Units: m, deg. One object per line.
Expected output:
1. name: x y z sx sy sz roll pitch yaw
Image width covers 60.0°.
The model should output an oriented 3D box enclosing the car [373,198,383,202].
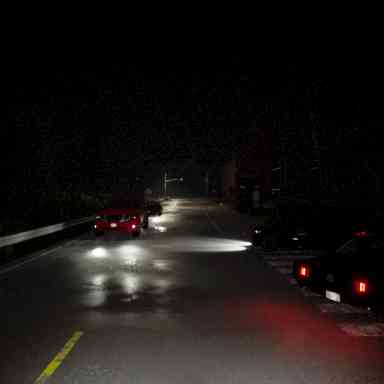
1. car: 27.130 1.506 46.961 1.816 1.474 4.193 0 0 -1

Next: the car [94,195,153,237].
1. car: -3.734 1.221 18.520 2.150 2.045 5.566 0 0 0

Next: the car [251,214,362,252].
1. car: 4.438 1.564 12.924 4.181 1.385 1.994 0 0 21

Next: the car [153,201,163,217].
1. car: -3.786 1.563 31.039 1.994 1.385 4.181 0 0 0

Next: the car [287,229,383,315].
1. car: 4.505 1.601 7.103 4.718 1.301 1.895 0 0 -29
